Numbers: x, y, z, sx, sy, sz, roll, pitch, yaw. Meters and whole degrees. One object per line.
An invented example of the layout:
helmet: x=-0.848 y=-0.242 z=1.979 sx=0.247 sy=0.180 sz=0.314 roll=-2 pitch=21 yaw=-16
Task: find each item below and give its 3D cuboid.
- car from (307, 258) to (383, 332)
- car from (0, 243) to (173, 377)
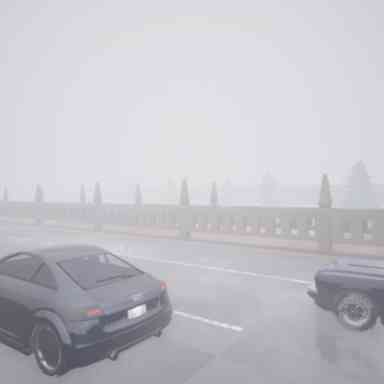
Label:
car: x=4.357 y=1.590 z=5.138 sx=4.718 sy=1.301 sz=1.895 roll=0 pitch=0 yaw=36
car: x=-2.366 y=1.583 z=5.638 sx=4.181 sy=1.385 sz=1.994 roll=0 pitch=0 yaw=36
